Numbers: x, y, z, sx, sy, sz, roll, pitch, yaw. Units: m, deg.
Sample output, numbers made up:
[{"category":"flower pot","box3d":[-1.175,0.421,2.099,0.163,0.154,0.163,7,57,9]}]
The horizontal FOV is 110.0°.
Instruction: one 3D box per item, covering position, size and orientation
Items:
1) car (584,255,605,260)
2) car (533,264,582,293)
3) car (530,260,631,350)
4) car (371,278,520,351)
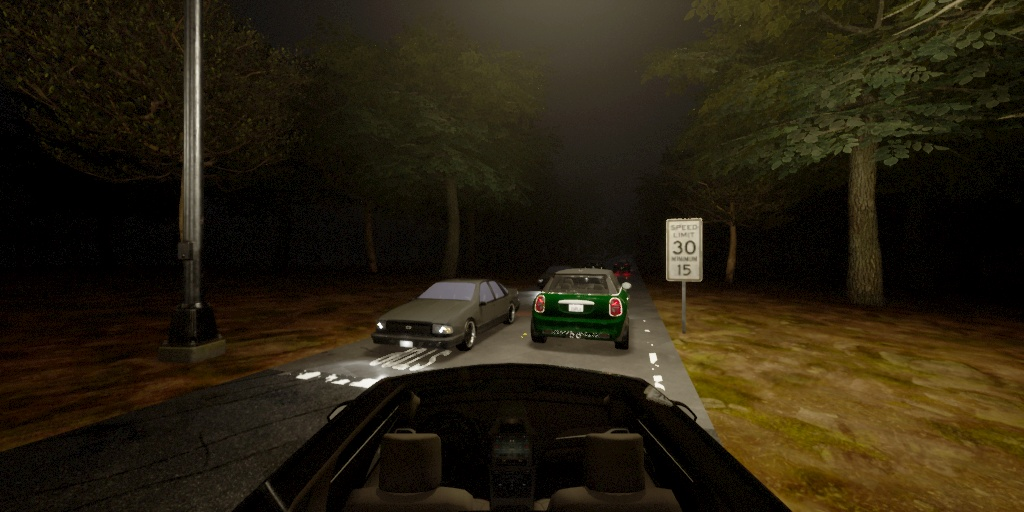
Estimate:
[{"category":"car","box3d":[10.084,0.894,43.322,2.150,2.045,5.566,0,0,19]},{"category":"car","box3d":[3.005,1.296,22.322,2.033,1.411,5.357,0,0,18]},{"category":"car","box3d":[2.003,1.103,9.473,2.097,1.767,4.553,0,0,18]},{"category":"car","box3d":[-1.249,1.298,9.422,2.033,1.411,5.357,0,0,17]}]
